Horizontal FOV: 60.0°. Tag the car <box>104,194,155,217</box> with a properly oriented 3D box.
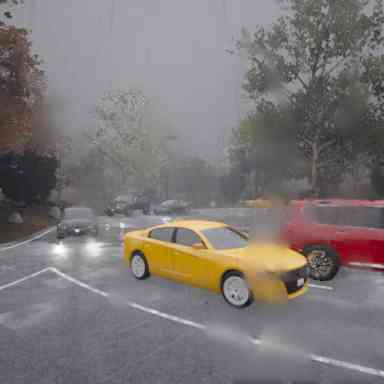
[{"bbox_3d":[-5.905,1.217,31.229,2.150,2.045,5.566,0,0,20],"label":"car"}]

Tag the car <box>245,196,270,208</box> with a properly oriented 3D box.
[{"bbox_3d":[9.683,1.371,44.943,5.008,1.535,1.882,0,0,-9],"label":"car"}]

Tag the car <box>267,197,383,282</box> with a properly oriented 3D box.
[{"bbox_3d":[5.013,1.215,8.373,5.566,2.045,2.150,0,1,32],"label":"car"}]

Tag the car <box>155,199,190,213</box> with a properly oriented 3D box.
[{"bbox_3d":[-1.955,1.496,32.367,1.837,1.490,4.892,-2,-1,29],"label":"car"}]

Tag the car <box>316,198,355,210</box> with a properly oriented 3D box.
[{"bbox_3d":[17.958,1.520,41.822,4.181,1.385,1.994,1,0,13],"label":"car"}]

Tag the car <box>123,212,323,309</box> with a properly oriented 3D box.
[{"bbox_3d":[0.301,1.475,8.174,5.008,1.535,1.882,0,0,44],"label":"car"}]

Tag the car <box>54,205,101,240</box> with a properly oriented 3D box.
[{"bbox_3d":[-5.947,1.503,17.361,1.837,1.490,4.892,0,0,-18],"label":"car"}]
